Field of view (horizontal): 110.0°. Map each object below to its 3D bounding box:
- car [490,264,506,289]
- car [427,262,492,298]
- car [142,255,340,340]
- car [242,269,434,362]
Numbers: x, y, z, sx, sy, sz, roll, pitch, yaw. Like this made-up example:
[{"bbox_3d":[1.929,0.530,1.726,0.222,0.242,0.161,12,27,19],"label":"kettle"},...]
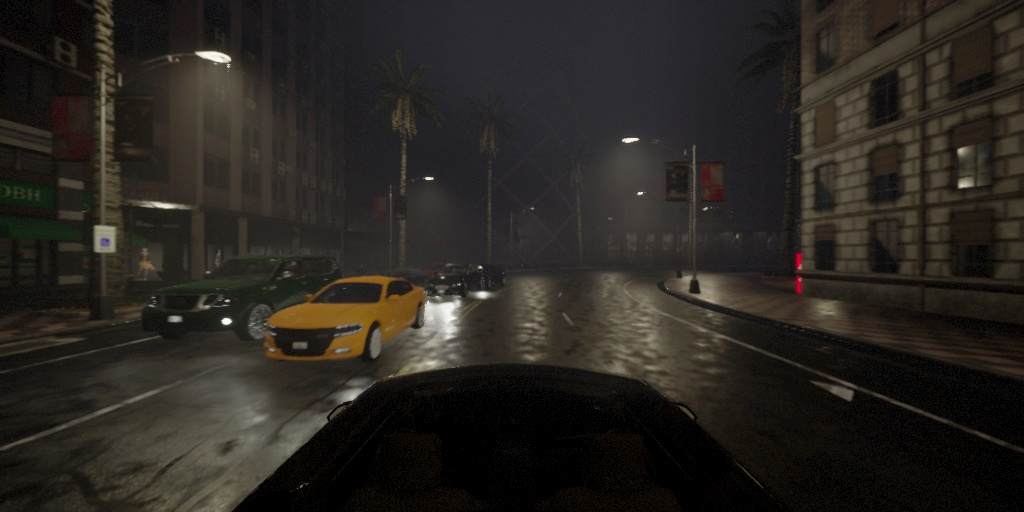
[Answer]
[{"bbox_3d":[-1.778,1.293,23.036,1.837,1.490,4.892,0,3,16],"label":"car"},{"bbox_3d":[-2.802,1.128,18.730,2.128,1.511,4.902,0,5,10],"label":"car"},{"bbox_3d":[-6.949,0.972,10.270,2.150,2.045,5.566,0,0,2],"label":"car"},{"bbox_3d":[-3.471,1.229,8.474,1.882,1.535,5.008,0,0,2],"label":"car"}]
